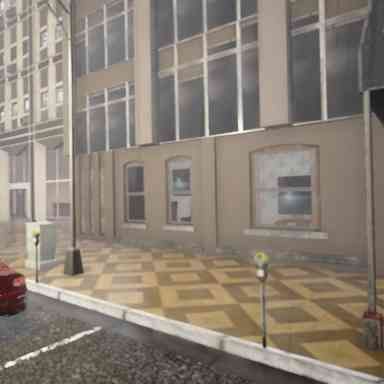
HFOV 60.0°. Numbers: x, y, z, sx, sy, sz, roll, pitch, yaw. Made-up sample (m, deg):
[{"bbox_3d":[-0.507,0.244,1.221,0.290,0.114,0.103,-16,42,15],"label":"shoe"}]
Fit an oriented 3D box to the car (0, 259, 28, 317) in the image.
[{"bbox_3d":[-4.730,1.626,6.272,4.206,1.307,1.802,0,-1,36],"label":"car"}]
